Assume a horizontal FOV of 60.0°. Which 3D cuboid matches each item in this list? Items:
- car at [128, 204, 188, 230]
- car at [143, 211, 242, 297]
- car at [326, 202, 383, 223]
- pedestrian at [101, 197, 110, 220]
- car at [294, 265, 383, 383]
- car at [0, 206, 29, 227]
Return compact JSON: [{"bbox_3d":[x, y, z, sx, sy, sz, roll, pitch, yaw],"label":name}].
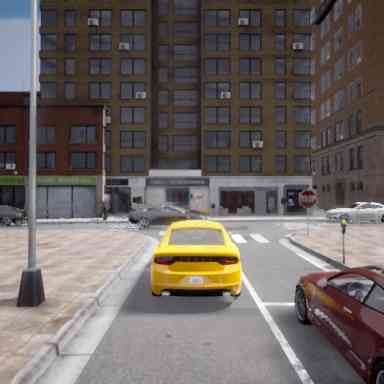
[{"bbox_3d":[-1.446,1.489,20.416,4.902,1.511,2.128,0,-1,0],"label":"car"},{"bbox_3d":[0.109,1.480,8.647,1.882,1.535,5.008,0,0,1],"label":"car"},{"bbox_3d":[11.867,1.442,23.338,4.674,1.442,1.812,-1,-1,0],"label":"car"},{"bbox_3d":[-6.866,1.292,26.301,0.375,1.860,0.375,0,-1,0],"label":"pedestrian"},{"bbox_3d":[2.643,1.583,4.234,1.802,1.307,4.206,1,0,0],"label":"car"},{"bbox_3d":[-13.909,1.701,23.401,4.674,1.442,1.812,-1,-1,0],"label":"car"}]
